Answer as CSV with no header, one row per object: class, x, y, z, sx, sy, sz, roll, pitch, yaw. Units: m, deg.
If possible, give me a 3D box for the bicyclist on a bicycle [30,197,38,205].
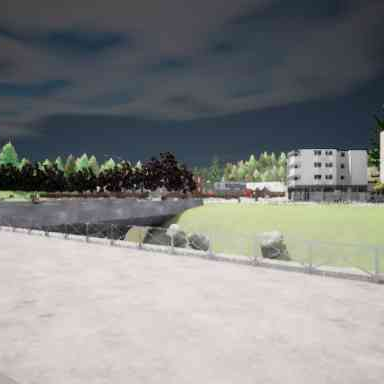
bicyclist on a bicycle,-17.093,1.326,36.098,1.656,1.620,0.582,0,0,35
